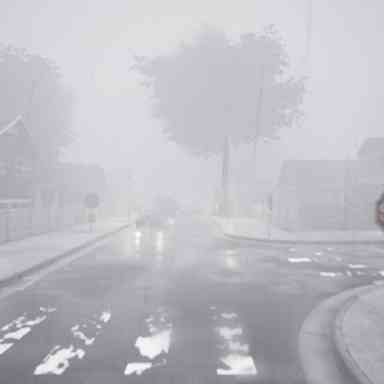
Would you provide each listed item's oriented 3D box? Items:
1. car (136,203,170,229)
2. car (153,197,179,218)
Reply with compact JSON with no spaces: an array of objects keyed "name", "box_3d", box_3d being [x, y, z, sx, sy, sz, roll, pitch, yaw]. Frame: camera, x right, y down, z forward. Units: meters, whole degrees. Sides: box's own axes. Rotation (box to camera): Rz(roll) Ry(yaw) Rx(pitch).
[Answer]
[{"name":"car","box_3d":[-2.862,1.773,24.039,1.812,1.442,4.674,0,-1,0]},{"name":"car","box_3d":[-2.871,1.585,35.484,2.150,2.045,5.566,0,-1,0]}]
